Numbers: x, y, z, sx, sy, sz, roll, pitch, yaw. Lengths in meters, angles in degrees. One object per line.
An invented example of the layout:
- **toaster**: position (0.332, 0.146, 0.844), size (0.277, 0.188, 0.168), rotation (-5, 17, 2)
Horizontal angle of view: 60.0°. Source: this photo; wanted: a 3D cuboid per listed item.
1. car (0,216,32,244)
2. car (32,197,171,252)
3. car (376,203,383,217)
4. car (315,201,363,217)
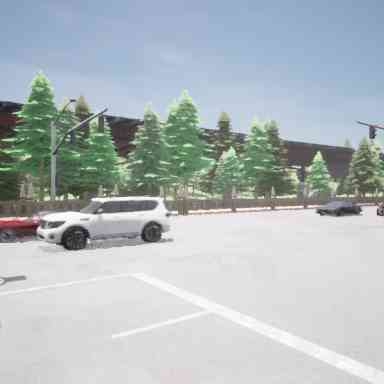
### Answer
- **car**: position (-7.244, 1.605, 16.028), size (4.718, 1.301, 1.895), rotation (0, 0, -36)
- **car**: position (-3.557, 1.226, 14.363), size (5.566, 2.045, 2.150), rotation (0, 0, -36)
- **car**: position (18.821, 1.350, 30.383), size (4.553, 1.767, 2.097), rotation (0, 0, -36)
- **car**: position (13.864, 1.547, 31.140), size (5.357, 1.411, 2.033), rotation (0, 0, -36)
